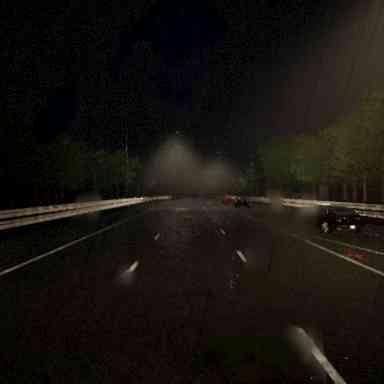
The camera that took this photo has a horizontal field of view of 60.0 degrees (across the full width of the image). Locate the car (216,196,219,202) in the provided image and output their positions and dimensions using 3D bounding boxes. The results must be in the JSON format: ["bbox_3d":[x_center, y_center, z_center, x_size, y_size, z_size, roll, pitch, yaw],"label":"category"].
[{"bbox_3d":[7.087,1.711,82.882,1.812,1.442,4.674,0,-1,0],"label":"car"}]

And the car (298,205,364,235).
[{"bbox_3d":[7.790,1.515,19.101,1.837,1.490,4.892,0,0,-7],"label":"car"}]

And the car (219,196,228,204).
[{"bbox_3d":[7.023,1.629,66.845,1.994,1.385,4.181,0,0,0],"label":"car"}]

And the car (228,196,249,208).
[{"bbox_3d":[6.986,1.360,48.649,2.097,1.767,4.553,0,0,0],"label":"car"}]
